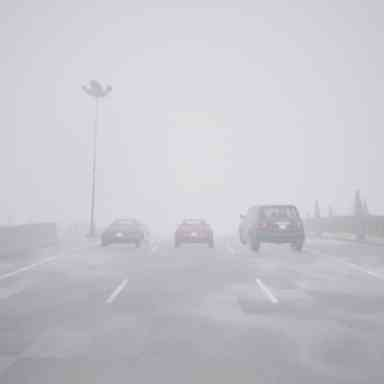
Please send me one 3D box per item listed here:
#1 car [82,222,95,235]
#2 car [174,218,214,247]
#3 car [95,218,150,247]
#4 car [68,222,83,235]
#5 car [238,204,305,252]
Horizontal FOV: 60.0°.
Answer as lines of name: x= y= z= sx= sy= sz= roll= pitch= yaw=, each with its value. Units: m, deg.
car: x=-14.058 y=5.542 z=49.046 sx=1.882 sy=1.535 sz=5.008 roll=0 pitch=-7 yaw=0
car: x=0.102 y=2.091 z=17.752 sx=1.994 sy=1.385 sz=4.181 roll=0 pitch=-4 yaw=0
car: x=-3.398 y=2.079 z=17.558 sx=1.994 sy=1.385 sz=4.181 roll=0 pitch=-4 yaw=0
car: x=-17.543 y=5.685 z=52.205 sx=2.150 sy=2.045 sz=5.566 roll=0 pitch=-7 yaw=1
car: x=3.602 y=1.631 z=15.885 sx=2.150 sy=2.045 sz=5.566 roll=0 pitch=-3 yaw=0
